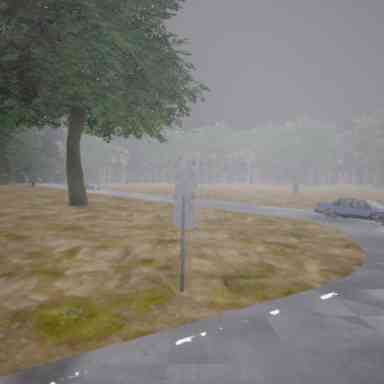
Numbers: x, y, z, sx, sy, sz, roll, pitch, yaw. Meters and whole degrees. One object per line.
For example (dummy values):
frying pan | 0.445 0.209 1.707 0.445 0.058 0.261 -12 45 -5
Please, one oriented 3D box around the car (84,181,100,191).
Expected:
car | -16.755 -1.012 55.025 2.128 1.511 4.902 2 2 -37

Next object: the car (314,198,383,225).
car | 10.268 1.086 20.384 2.033 1.411 5.357 2 1 -38
